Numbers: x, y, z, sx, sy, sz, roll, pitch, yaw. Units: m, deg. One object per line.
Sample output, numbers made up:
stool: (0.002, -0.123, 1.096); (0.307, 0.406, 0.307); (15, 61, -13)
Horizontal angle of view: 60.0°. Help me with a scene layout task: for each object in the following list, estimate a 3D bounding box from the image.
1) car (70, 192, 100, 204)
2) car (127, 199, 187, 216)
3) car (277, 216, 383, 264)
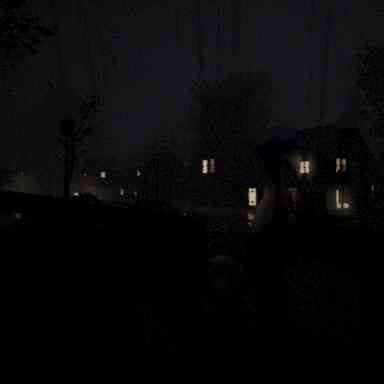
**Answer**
car: (-10.597, 0.737, 32.799); (2.128, 1.511, 4.902); (0, 2, -36)
car: (-2.402, 1.159, 21.424); (2.033, 1.411, 5.357); (0, 2, -36)
car: (5.463, 1.555, 11.479); (1.895, 1.301, 4.718); (-1, 2, -43)
